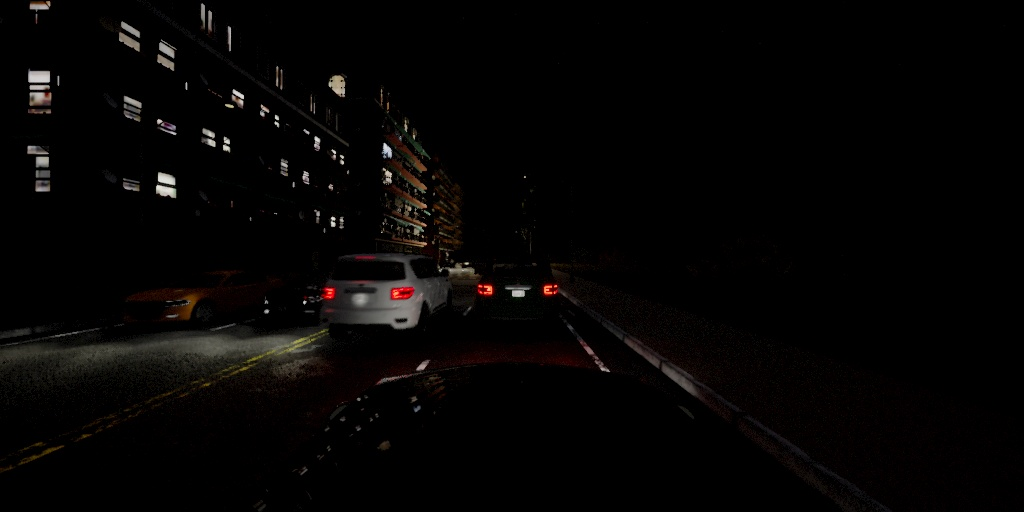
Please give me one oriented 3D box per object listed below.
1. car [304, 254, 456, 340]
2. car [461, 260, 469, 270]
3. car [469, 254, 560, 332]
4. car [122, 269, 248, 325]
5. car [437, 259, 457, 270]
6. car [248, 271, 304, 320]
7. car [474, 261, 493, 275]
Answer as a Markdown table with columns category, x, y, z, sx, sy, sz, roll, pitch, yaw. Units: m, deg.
| category | x | y | z | sx | sy | sz | roll | pitch | yaw |
| --- | --- | --- | --- | --- | --- | --- | --- | --- | --- |
| car | -3.145 | 0.971 | 10.143 | 2.150 | 2.045 | 5.566 | 0 | 0 | 0 |
| car | -6.556 | 1.300 | 54.763 | 2.033 | 1.411 | 5.357 | 0 | 0 | 0 |
| car | 0.111 | 0.973 | 11.076 | 2.150 | 2.045 | 5.566 | 0 | 0 | -1 |
| car | -9.841 | 1.229 | 12.019 | 1.882 | 1.535 | 5.008 | 0 | 0 | 0 |
| car | -9.803 | 1.245 | 54.658 | 2.128 | 1.511 | 4.902 | 0 | 0 | 0 |
| car | -6.590 | 1.229 | 12.823 | 1.882 | 1.535 | 5.008 | 0 | 0 | 0 |
| car | -3.122 | 1.280 | 40.192 | 1.812 | 1.442 | 4.674 | 0 | 0 | 0 |
